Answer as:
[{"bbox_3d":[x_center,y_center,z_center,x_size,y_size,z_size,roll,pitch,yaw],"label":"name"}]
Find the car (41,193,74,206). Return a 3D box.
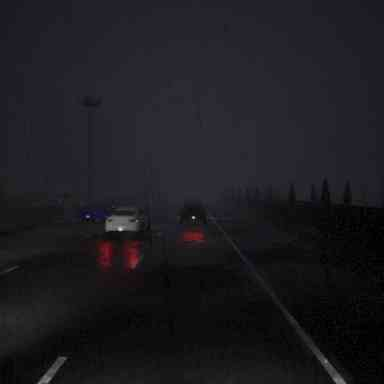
[{"bbox_3d":[-17.533,1.198,44.334,2.150,2.045,5.566,0,0,1],"label":"car"}]

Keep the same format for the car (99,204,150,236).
[{"bbox_3d":[-3.399,1.515,18.126,1.812,1.442,4.674,0,0,0],"label":"car"}]

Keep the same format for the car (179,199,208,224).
[{"bbox_3d":[0.100,1.489,24.854,1.837,1.490,4.892,0,0,0],"label":"car"}]

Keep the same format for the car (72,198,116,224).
[{"bbox_3d":[-6.899,1.463,24.554,1.882,1.535,5.008,0,0,0],"label":"car"}]

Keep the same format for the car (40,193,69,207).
[{"bbox_3d":[-21.007,1.196,51.052,2.150,2.045,5.566,0,0,0],"label":"car"}]
